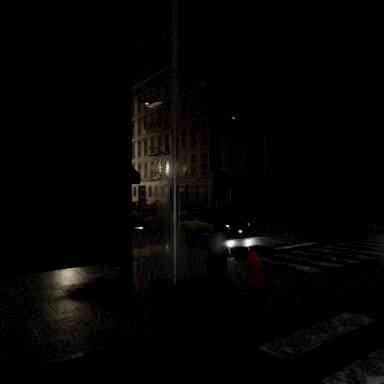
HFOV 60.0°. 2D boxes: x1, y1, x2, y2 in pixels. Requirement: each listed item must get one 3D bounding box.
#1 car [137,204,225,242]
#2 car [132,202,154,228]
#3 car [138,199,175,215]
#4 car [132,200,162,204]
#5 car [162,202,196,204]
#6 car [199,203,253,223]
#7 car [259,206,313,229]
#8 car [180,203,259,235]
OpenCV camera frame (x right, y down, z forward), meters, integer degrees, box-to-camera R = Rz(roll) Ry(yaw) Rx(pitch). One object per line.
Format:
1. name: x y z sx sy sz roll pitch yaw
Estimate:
1. car: -0.741 1.555 16.715 1.752 1.417 4.829 0 0 -35
2. car: -3.978 1.585 21.264 2.008 1.369 4.403 0 0 -35
3. car: -3.811 1.530 34.867 1.752 1.417 4.829 0 0 -35
4. car: -4.771 1.518 26.755 2.128 1.511 4.902 0 0 -35
5. car: -0.573 1.566 30.319 1.947 1.339 4.313 0 0 -35
6. car: 2.565 1.579 25.910 1.802 1.307 4.206 0 0 -35
7. car: 5.704 1.558 21.500 1.947 1.339 4.313 0 0 -35
8. car: 0.984 1.566 18.713 2.033 1.411 5.357 0 0 -32
